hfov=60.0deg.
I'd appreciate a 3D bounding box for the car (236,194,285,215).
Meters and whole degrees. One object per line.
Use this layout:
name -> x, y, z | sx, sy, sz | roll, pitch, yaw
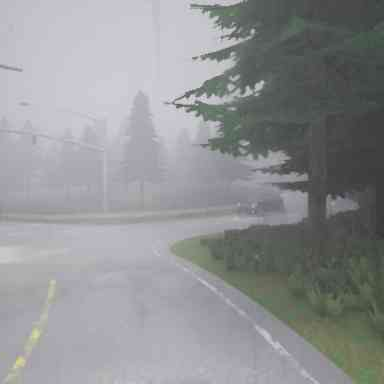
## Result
car -> 5.684, 0.958, 27.498 | 4.553, 1.767, 2.097 | -4, 2, -42
